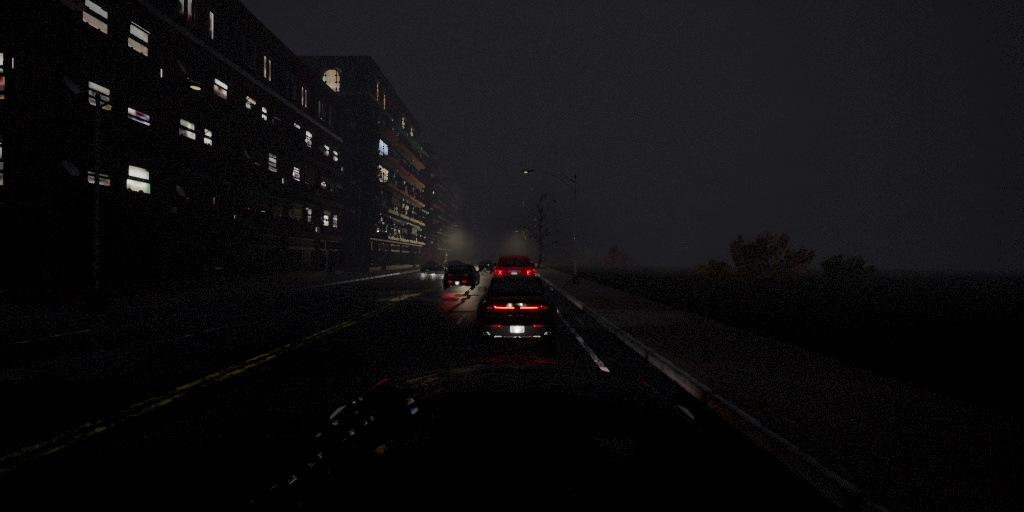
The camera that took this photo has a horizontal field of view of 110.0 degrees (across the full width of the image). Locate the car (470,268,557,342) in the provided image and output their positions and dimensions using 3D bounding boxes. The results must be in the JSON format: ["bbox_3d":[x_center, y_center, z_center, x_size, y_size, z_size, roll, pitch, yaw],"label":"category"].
[{"bbox_3d":[0.108,1.256,9.771,1.837,1.490,4.892,0,0,0],"label":"car"}]

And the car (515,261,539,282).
[{"bbox_3d":[1.161,1.209,30.525,1.801,1.575,5.366,0,0,0],"label":"car"}]

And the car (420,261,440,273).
[{"bbox_3d":[-9.817,1.300,44.200,2.033,1.411,5.357,0,0,0],"label":"car"}]

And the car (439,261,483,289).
[{"bbox_3d":[-3.133,1.259,22.927,1.837,1.490,4.892,0,0,0],"label":"car"}]

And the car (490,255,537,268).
[{"bbox_3d":[0.114,0.974,20.118,2.150,2.045,5.566,0,0,0],"label":"car"}]

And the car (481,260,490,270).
[{"bbox_3d":[-3.116,1.256,44.172,1.837,1.490,4.892,0,-1,0],"label":"car"}]
